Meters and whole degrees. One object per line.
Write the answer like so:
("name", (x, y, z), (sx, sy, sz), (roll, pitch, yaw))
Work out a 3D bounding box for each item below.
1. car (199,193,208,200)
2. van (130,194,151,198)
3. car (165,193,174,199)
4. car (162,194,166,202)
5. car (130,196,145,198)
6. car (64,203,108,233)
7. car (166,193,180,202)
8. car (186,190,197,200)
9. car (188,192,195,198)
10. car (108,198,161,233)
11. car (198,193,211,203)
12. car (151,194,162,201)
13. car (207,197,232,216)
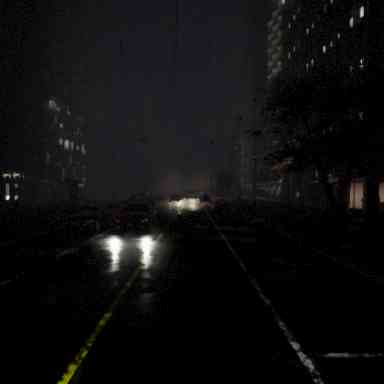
("car", (2.595, 0.955, 74.934), (1.967, 1.590, 4.097), (-1, 0, 0))
("van", (-5.743, 1.095, 35.549), (1.690, 1.788, 3.998), (-1, 0, 0))
("car", (-5.796, 1.001, 86.175), (2.008, 1.369, 4.403), (-1, 0, 0))
("car", (-5.771, 1.130, 63.676), (2.008, 1.369, 4.403), (-1, 0, 0))
("car", (-5.733, 1.335, 29.926), (1.887, 1.381, 4.507), (-1, 0, 0))
("car", (-5.721, 1.416, 18.676), (2.008, 1.369, 4.403), (-1, 0, 0))
("car", (-3.109, 1.125, 60.308), (1.812, 1.442, 4.674), (0, 0, 0))
("car", (-0.083, 0.605, 73.809), (2.150, 2.045, 5.566), (0, 0, 0))
("car", (-0.097, 0.754, 90.094), (1.882, 1.535, 5.008), (0, 0, 0))
("car", (-3.119, 1.340, 19.045), (1.882, 1.535, 5.008), (0, 0, 0))
("car", (2.291, 1.152, 55.810), (1.812, 1.442, 4.674), (0, 0, 0))
("car", (-5.752, 1.226, 46.800), (1.887, 1.381, 4.507), (-1, 0, 0))
("car", (2.648, 1.373, 29.936), (1.802, 1.307, 4.206), (-1, 0, 0))
